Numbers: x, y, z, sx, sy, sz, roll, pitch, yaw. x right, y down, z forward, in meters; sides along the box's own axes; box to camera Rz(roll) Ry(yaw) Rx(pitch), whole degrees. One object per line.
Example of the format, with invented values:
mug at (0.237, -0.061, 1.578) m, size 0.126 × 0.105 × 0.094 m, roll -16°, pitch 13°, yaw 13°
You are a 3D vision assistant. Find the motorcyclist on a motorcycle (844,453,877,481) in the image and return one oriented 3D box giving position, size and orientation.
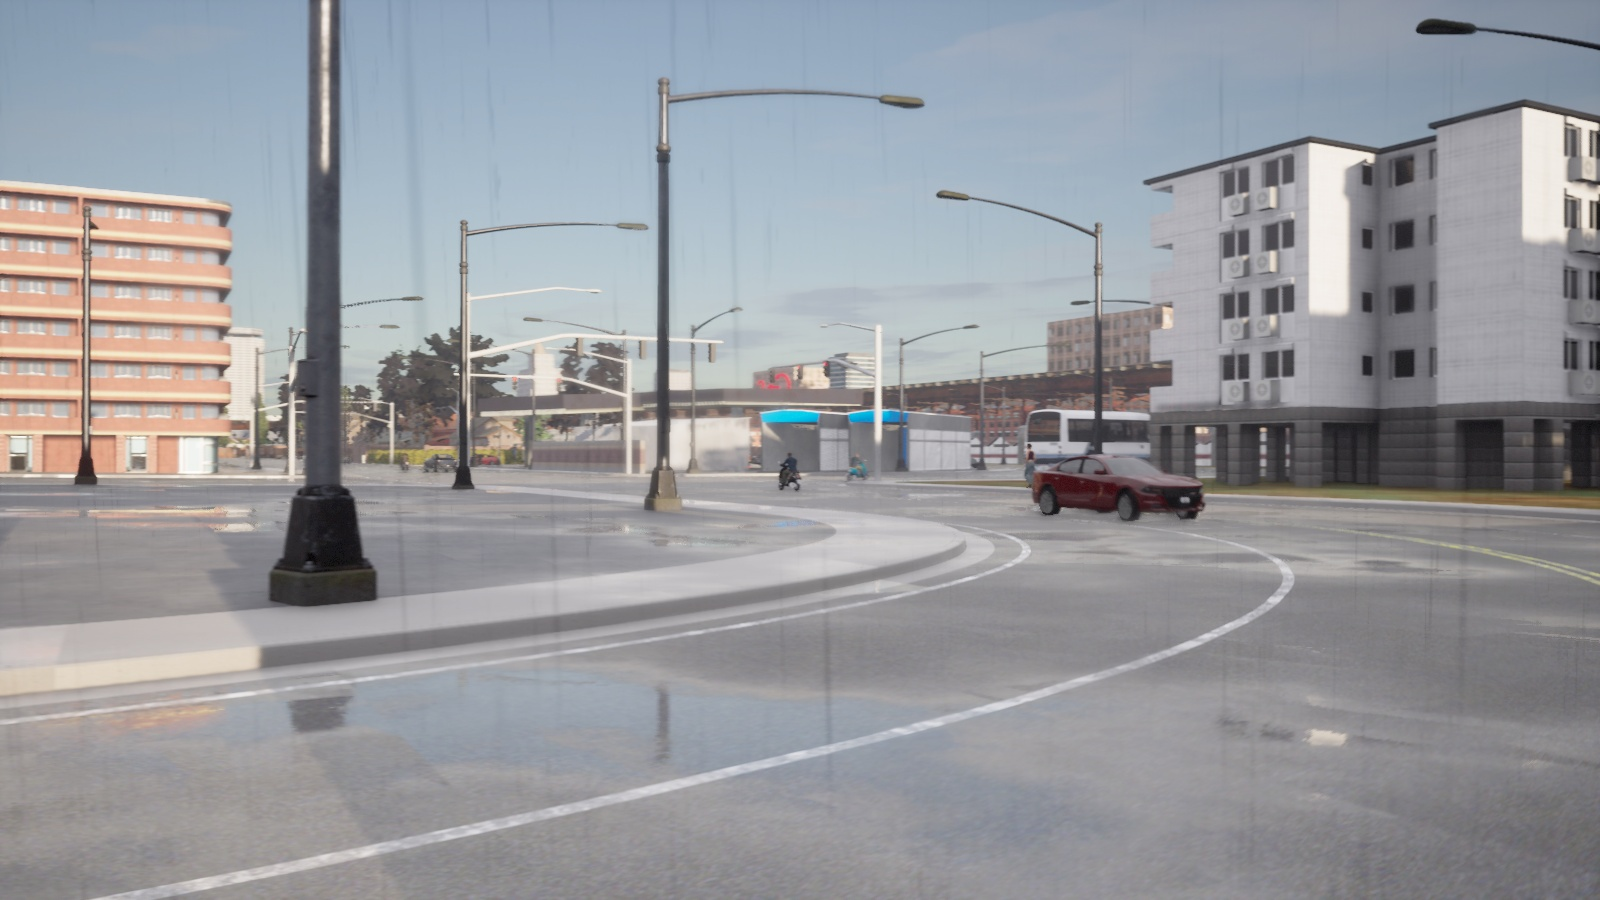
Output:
motorcyclist on a motorcycle at (3.411, 0.947, 70.738) m, size 1.817 × 1.590 × 0.866 m, roll 0°, pitch 0°, yaw -44°

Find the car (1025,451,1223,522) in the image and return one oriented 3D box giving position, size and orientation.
car at (7.562, 0.810, 29.900) m, size 1.882 × 1.535 × 5.008 m, roll 0°, pitch 0°, yaw -23°

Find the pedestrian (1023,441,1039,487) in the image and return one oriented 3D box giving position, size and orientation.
pedestrian at (9.185, 0.557, 49.941) m, size 0.345 × 1.836 × 0.594 m, roll 0°, pitch 0°, yaw -26°

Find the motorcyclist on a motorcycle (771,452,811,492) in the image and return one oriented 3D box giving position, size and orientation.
motorcyclist on a motorcycle at (-0.371, 0.889, 51.669) m, size 0.866 × 1.590 × 1.817 m, roll 0°, pitch 0°, yaw -29°

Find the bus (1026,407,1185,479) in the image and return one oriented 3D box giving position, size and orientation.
bus at (19.290, -0.400, 78.993) m, size 10.273 × 4.253 × 3.944 m, roll 0°, pitch 0°, yaw -36°
